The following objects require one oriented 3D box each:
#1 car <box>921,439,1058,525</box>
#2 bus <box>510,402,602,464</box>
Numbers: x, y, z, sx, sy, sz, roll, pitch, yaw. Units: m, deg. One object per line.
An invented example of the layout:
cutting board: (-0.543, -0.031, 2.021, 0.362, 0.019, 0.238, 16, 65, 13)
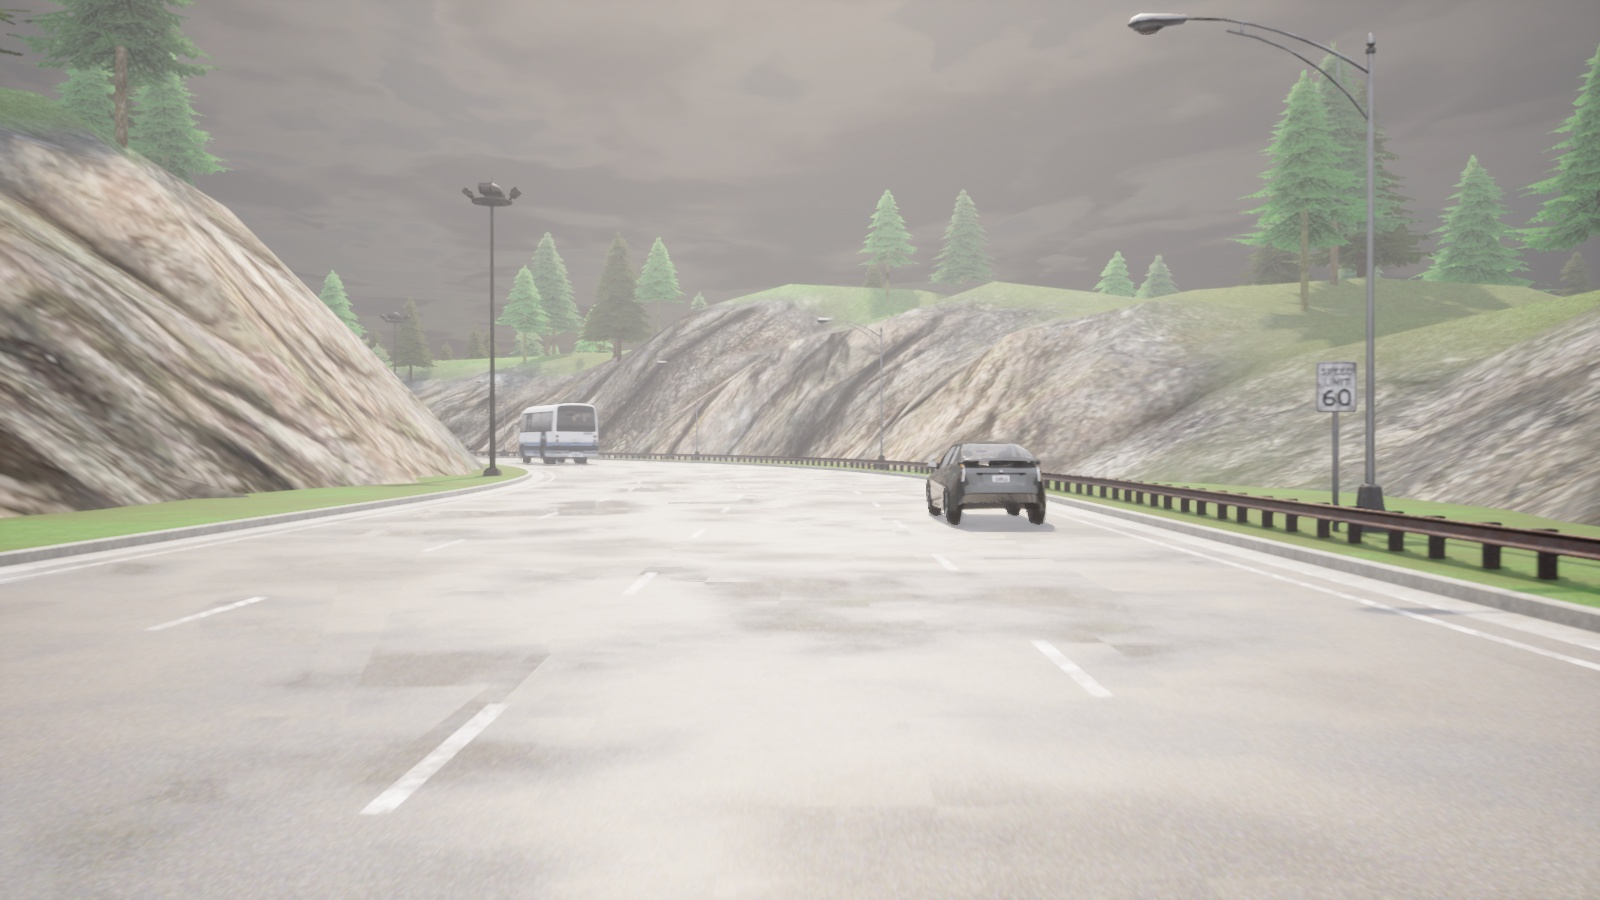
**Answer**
car: (3.580, 0.558, 24.529, 2.007, 1.525, 4.514, 0, 0, 0)
bus: (-17.955, -1.160, 91.588, 3.944, 4.253, 10.273, 0, 0, -27)
